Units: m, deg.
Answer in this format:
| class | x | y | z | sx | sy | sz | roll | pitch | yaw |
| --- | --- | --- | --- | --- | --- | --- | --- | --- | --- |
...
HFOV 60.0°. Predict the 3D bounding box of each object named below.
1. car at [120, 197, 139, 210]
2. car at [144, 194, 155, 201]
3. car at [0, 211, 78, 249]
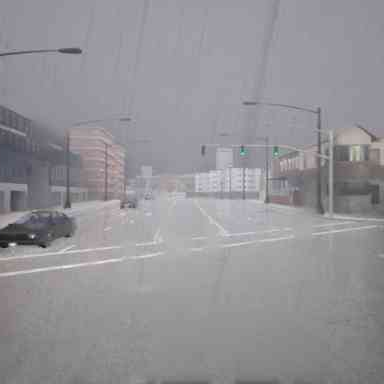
| class | x | y | z | sx | sy | sz | roll | pitch | yaw |
| --- | --- | --- | --- | --- | --- | --- | --- | --- | --- |
| car | -7.641 | 1.406 | 40.907 | 2.128 | 1.511 | 4.902 | 0 | 1 | -2 |
| car | -8.445 | 1.056 | 66.669 | 2.128 | 1.511 | 4.902 | 0 | 0 | -2 |
| car | -6.842 | 1.596 | 15.217 | 2.033 | 1.411 | 5.357 | 0 | 0 | -2 |
